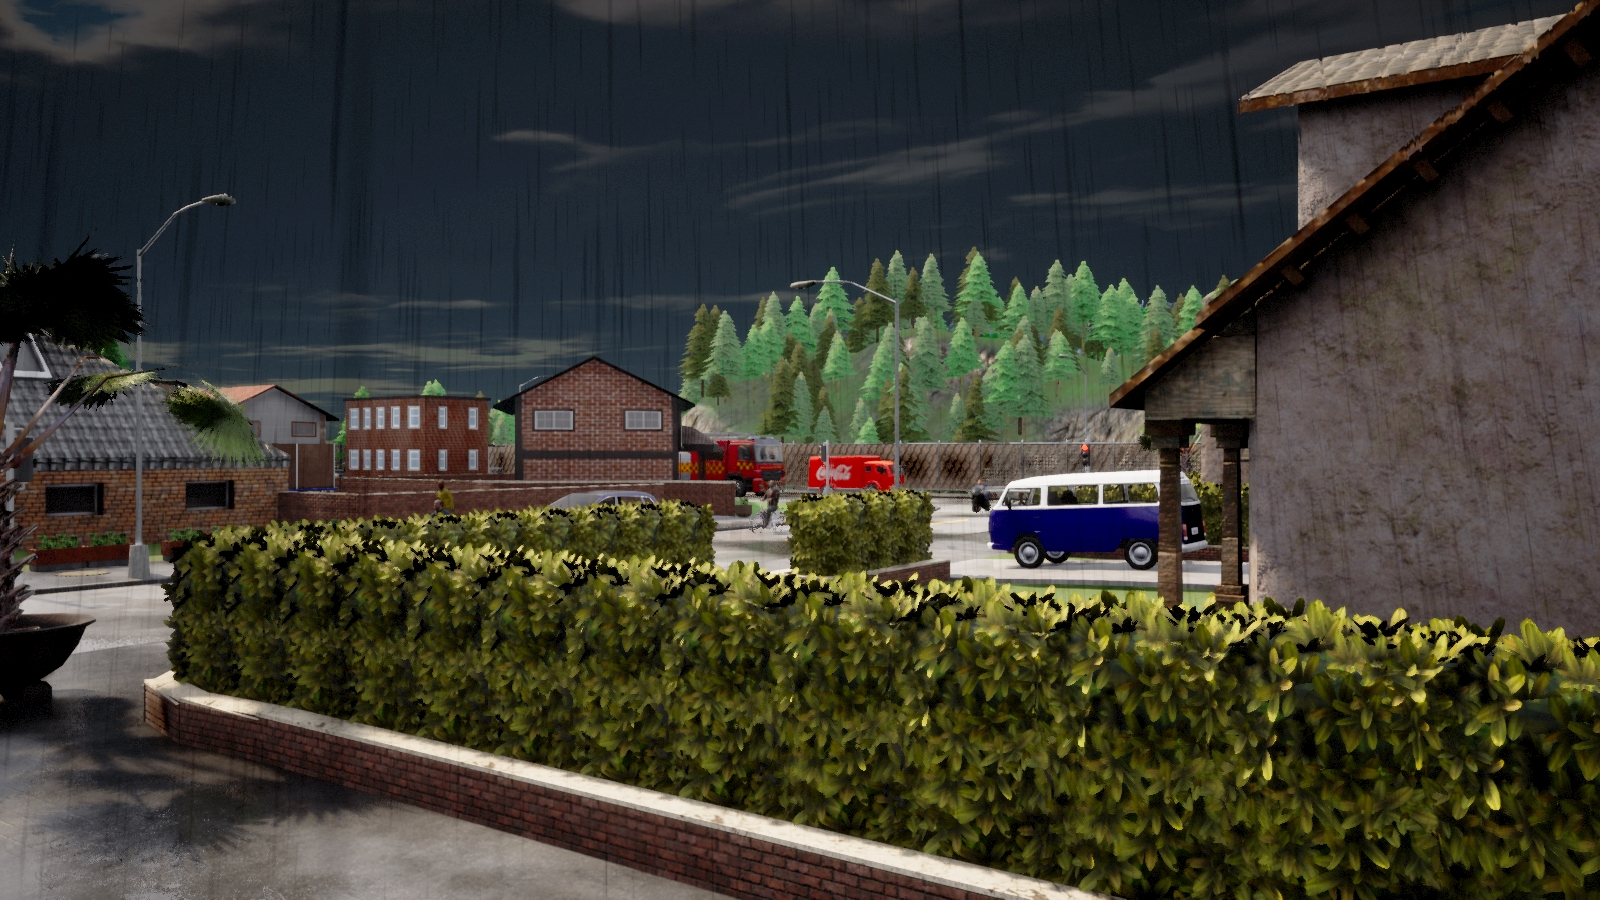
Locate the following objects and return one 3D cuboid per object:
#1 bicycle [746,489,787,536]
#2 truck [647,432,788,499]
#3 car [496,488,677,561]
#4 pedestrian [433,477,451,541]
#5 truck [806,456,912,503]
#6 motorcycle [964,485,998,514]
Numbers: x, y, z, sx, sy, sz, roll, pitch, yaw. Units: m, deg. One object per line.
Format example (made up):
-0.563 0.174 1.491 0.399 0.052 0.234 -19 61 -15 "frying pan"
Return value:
-1.099 2.051 38.003 0.329 1.471 1.835 0 0 35 "bicycle"
-5.027 0.873 68.383 8.468 3.827 2.891 0 0 35 "truck"
-5.756 1.958 31.296 2.242 1.667 4.611 0 0 35 "car"
-10.508 1.732 33.542 0.375 1.860 0.375 0 0 33 "pedestrian"
3.210 1.561 62.627 5.204 2.467 2.627 -1 0 35 "truck"
8.071 2.177 50.852 0.803 1.199 2.033 -2 -1 28 "motorcycle"
